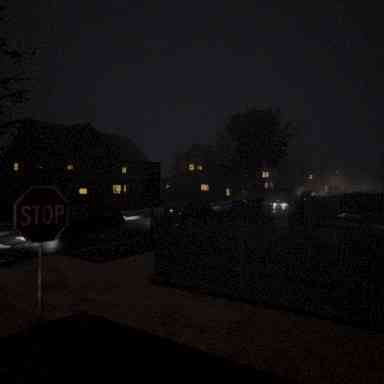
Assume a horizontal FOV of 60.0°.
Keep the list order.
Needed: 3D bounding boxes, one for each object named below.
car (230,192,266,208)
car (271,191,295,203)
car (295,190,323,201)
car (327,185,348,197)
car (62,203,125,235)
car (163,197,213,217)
[{"bbox_3d":[5.460,0.733,32.215,1.882,1.535,5.008,1,2,35],"label":"car"},{"bbox_3d":[11.547,0.559,40.728,2.033,1.411,5.357,1,2,36],"label":"car"},{"bbox_3d":[14.135,0.544,39.347,1.837,1.490,4.892,1,1,35],"label":"car"},{"bbox_3d":[22.098,-0.056,50.545,2.150,2.045,5.566,1,2,35],"label":"car"},{"bbox_3d":[-5.415,1.260,16.931,1.994,1.385,4.181,1,2,35],"label":"car"},{"bbox_3d":[-0.243,1.050,24.202,1.994,1.385,4.181,1,2,36],"label":"car"}]
